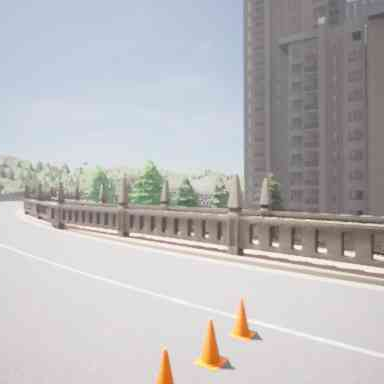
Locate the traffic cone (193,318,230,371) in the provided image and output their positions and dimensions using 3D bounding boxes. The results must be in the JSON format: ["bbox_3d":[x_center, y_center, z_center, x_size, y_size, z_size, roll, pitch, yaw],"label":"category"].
[{"bbox_3d":[0.242,1.965,4.404,0.340,0.580,0.340,0,0,32],"label":"traffic cone"}]

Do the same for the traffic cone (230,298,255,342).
[{"bbox_3d":[0.777,1.969,5.249,0.340,0.580,0.340,0,0,32],"label":"traffic cone"}]

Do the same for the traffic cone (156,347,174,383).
[{"bbox_3d":[-0.292,1.961,3.559,0.340,0.580,0.340,0,0,32],"label":"traffic cone"}]
